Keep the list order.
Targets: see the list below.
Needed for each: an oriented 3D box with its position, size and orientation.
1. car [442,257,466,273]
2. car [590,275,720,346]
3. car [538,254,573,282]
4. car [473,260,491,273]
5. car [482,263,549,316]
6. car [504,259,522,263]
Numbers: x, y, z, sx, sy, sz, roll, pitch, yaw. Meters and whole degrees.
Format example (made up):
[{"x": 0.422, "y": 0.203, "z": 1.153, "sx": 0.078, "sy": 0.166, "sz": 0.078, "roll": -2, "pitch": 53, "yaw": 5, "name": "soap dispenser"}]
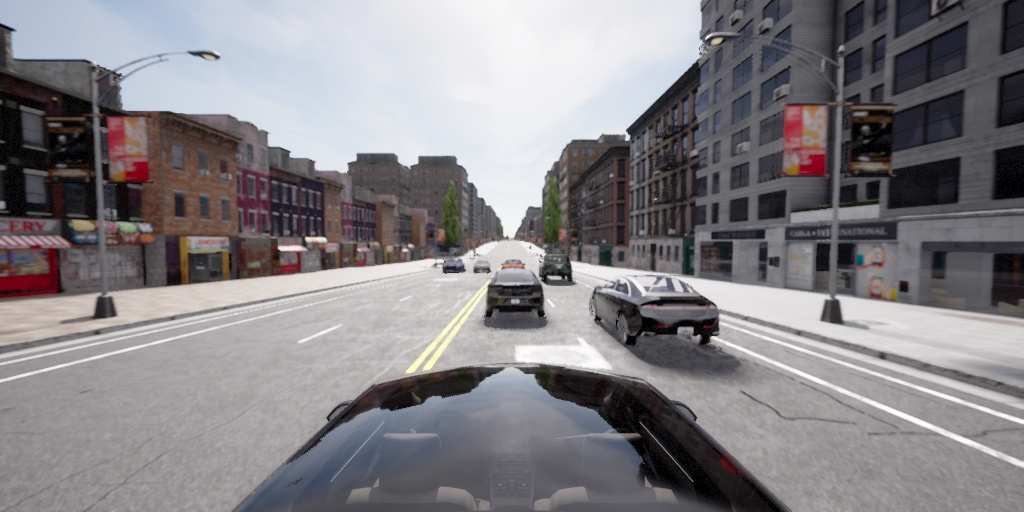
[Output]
[{"x": -6.574, "y": 0.961, "z": 40.781, "sx": 2.097, "sy": 1.767, "sz": 4.553, "roll": 0, "pitch": 0, "yaw": 0, "name": "car"}, {"x": 3.349, "y": 1.220, "z": 9.337, "sx": 2.128, "sy": 1.511, "sz": 4.902, "roll": 0, "pitch": 0, "yaw": 0, "name": "car"}, {"x": 3.347, "y": 0.884, "z": 28.154, "sx": 2.150, "sy": 2.045, "sz": 5.566, "roll": 0, "pitch": 0, "yaw": 0, "name": "car"}, {"x": -3.326, "y": 1.136, "z": 40.732, "sx": 1.812, "sy": 1.442, "sz": 4.674, "roll": 0, "pitch": 0, "yaw": 0, "name": "car"}, {"x": 0.099, "y": 1.194, "z": 13.191, "sx": 1.882, "sy": 1.535, "sz": 5.008, "roll": 0, "pitch": 0, "yaw": 0, "name": "car"}, {"x": 0.100, "y": 1.004, "z": 30.993, "sx": 2.097, "sy": 1.767, "sz": 4.553, "roll": 0, "pitch": 0, "yaw": 0, "name": "car"}]
